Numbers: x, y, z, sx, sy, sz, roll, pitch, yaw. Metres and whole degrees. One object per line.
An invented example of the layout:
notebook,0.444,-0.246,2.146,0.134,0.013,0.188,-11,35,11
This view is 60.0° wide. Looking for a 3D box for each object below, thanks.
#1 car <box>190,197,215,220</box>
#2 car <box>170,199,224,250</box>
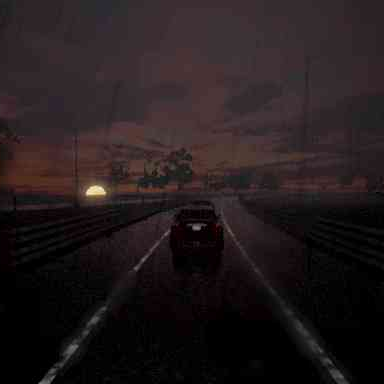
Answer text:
car,0.995,1.369,29.474,2.097,1.767,4.553,0,0,4
car,0.247,1.367,14.552,2.097,1.767,4.553,0,0,2
